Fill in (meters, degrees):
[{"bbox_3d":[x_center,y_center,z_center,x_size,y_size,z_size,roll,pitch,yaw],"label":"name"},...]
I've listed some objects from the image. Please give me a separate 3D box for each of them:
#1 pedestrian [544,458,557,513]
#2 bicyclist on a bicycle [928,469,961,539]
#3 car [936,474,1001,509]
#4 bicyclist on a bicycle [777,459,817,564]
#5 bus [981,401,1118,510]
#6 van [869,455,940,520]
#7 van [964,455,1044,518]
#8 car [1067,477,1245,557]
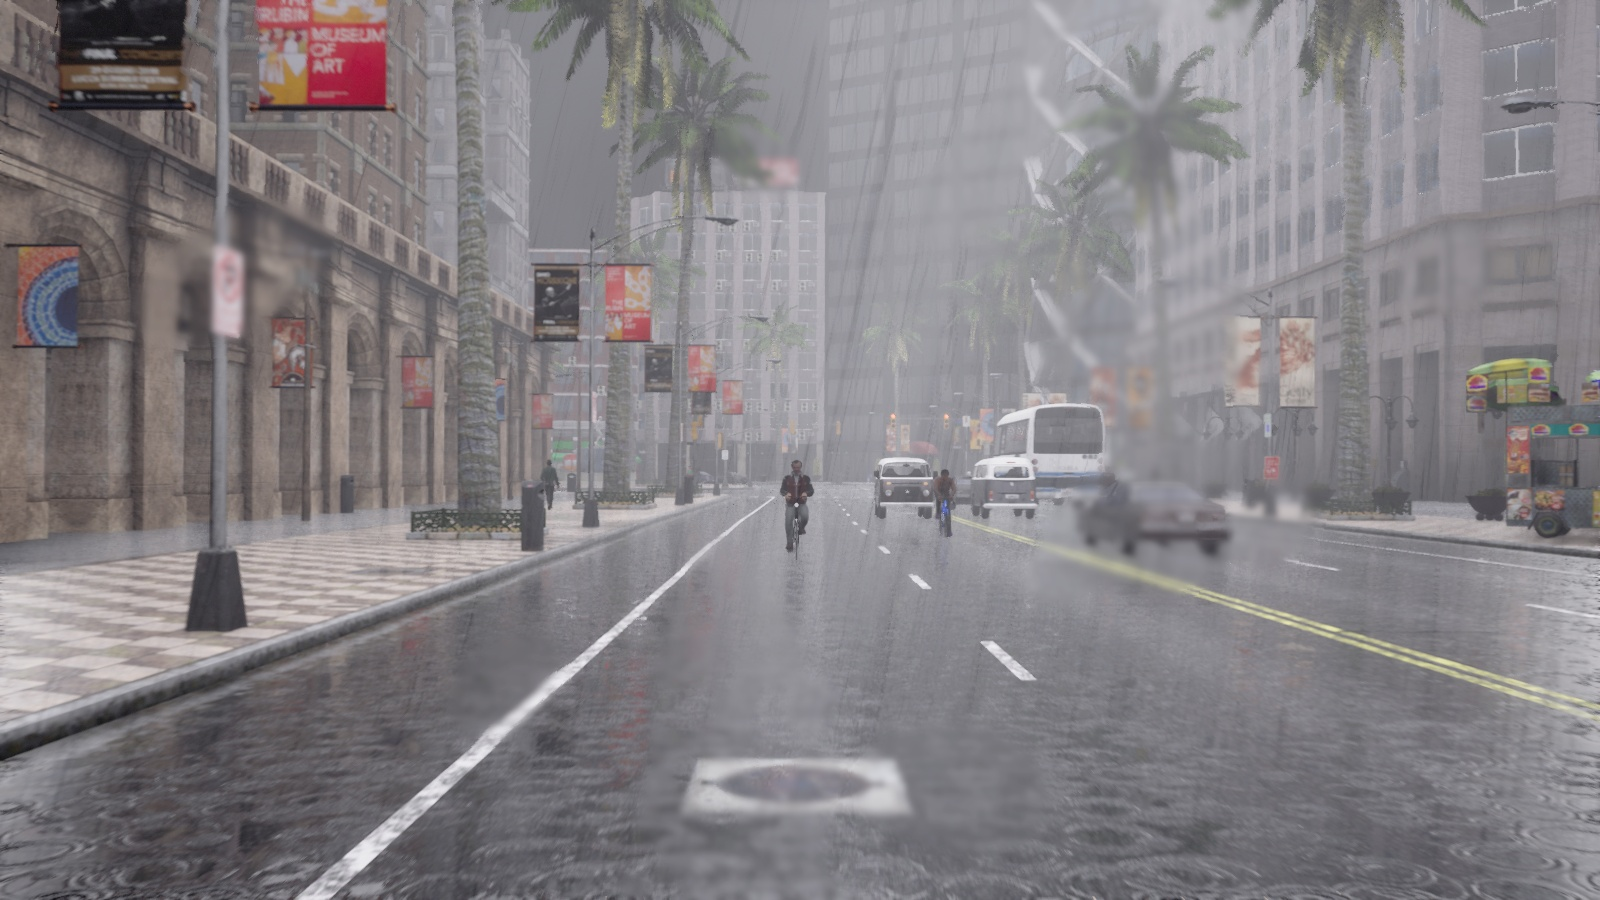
[{"bbox_3d":[-8.852,1.254,44.629,0.423,1.949,0.788,0,-1,-9],"label":"pedestrian"},{"bbox_3d":[3.429,1.253,29.804,0.582,1.620,1.656,0,-1,0],"label":"bicyclist on a bicycle"},{"bbox_3d":[7.067,1.724,53.163,2.033,1.411,5.357,0,-1,1],"label":"car"},{"bbox_3d":[-0.054,1.058,22.263,0.659,1.776,1.843,0,-1,0],"label":"bicyclist on a bicycle"},{"bbox_3d":[10.574,0.311,54.647,3.944,4.253,10.273,0,-1,1],"label":"bus"},{"bbox_3d":[3.451,1.231,42.234,2.069,2.038,4.480,0,-1,1],"label":"van"},{"bbox_3d":[6.966,1.235,43.313,2.069,2.038,4.480,0,-1,1],"label":"van"},{"bbox_3d":[6.940,1.256,25.169,2.033,1.411,5.357,0,-1,0],"label":"car"}]
